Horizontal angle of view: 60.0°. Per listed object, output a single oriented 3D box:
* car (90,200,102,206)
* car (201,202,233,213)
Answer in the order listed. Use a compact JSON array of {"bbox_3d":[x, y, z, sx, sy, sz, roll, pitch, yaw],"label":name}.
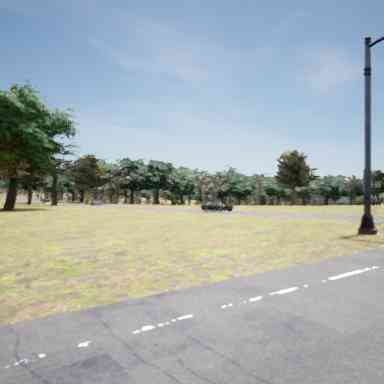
[{"bbox_3d":[-25.871,2.874,89.749,2.097,1.767,4.553,2,-2,-32],"label":"car"},{"bbox_3d":[3.275,2.010,43.526,1.895,1.301,4.718,3,-3,-36],"label":"car"}]
